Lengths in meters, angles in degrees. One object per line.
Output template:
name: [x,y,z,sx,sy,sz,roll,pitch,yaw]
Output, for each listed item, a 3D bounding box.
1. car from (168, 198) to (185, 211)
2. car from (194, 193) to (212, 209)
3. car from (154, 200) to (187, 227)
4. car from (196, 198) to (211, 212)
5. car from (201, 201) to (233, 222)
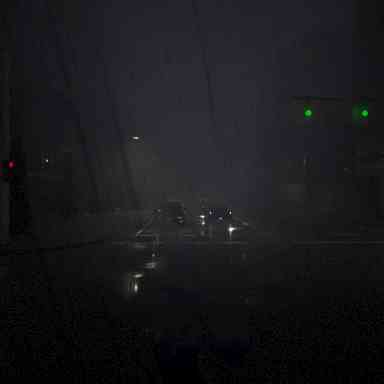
car: [-1.949,1.547,42.876,2.033,1.411,5.357,0,0,-2]
car: [1.468,1.221,46.114,2.150,2.045,5.566,0,0,-2]
car: [-1.404,1.505,22.731,1.837,1.490,4.892,0,0,-1]
car: [1.763,1.601,35.355,1.895,1.301,4.718,0,0,-1]
car: [2.012,1.601,26.189,1.895,1.301,4.718,0,0,-1]
